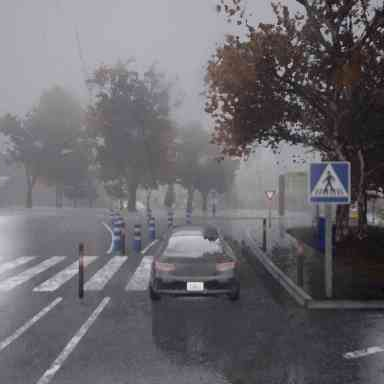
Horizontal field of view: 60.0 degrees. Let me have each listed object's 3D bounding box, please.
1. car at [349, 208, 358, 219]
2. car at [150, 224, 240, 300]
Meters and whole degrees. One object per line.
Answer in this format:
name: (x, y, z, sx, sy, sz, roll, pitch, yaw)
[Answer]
car: (19.134, 2.590, 39.660, 1.882, 1.535, 5.008, 2, 0, 29)
car: (0.046, 1.523, 8.260, 1.812, 1.442, 4.674, 0, 0, 0)
